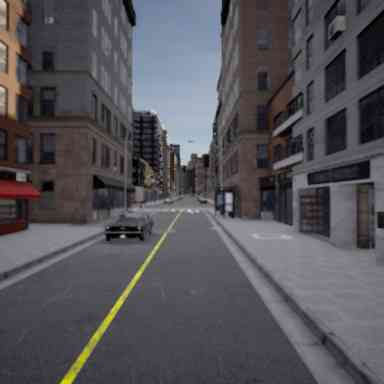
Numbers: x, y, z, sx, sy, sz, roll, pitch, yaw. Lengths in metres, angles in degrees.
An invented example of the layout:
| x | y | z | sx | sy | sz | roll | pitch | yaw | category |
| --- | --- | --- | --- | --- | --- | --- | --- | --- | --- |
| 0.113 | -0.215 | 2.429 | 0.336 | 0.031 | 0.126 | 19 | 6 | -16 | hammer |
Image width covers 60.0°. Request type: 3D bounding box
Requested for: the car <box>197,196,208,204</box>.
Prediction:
| x | y | z | sx | sy | sz | roll | pitch | yaw | category |
| --- | --- | --- | --- | --- | --- | --- | --- | --- | --- |
| 2.738 | 2.168 | 78.270 | 1.887 | 1.381 | 4.507 | 1 | -1 | 0 | car |

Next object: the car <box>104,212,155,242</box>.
| x | y | z | sx | sy | sz | roll | pitch | yaw | category |
| --- | --- | --- | --- | --- | --- | --- | --- | --- | --- |
| -3.090 | 1.717 | 17.156 | 1.895 | 1.301 | 4.718 | 0 | 0 | 0 | car |

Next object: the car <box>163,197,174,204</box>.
| x | y | z | sx | sy | sz | roll | pitch | yaw | category |
| --- | --- | --- | --- | --- | --- | --- | --- | --- | --- |
| -5.807 | 2.206 | 78.284 | 1.802 | 1.307 | 4.206 | 1 | -1 | 0 | car |

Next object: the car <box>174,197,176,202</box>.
| x | y | z | sx | sy | sz | roll | pitch | yaw | category |
| --- | --- | --- | --- | --- | --- | --- | --- | --- | --- |
| -5.796 | 2.239 | 83.869 | 1.947 | 1.339 | 4.313 | 1 | -1 | 0 | car |
